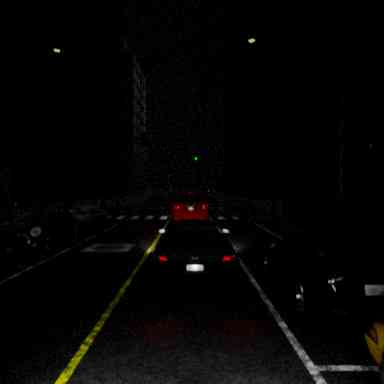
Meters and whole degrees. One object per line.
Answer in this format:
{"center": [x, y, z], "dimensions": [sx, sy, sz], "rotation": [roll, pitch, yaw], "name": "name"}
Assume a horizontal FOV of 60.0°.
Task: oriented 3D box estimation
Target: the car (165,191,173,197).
{"center": [-6.019, 0.480, 87.967], "dimensions": [2.008, 1.369, 4.403], "rotation": [0, 1, 0], "name": "car"}

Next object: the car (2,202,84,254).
{"center": [-5.799, 1.282, 12.482], "dimensions": [1.967, 1.590, 4.097], "rotation": [0, 1, 0], "name": "car"}

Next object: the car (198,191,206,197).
{"center": [2.522, 0.517, 82.724], "dimensions": [1.752, 1.417, 4.829], "rotation": [0, 1, 0], "name": "car"}

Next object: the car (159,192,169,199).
{"center": [-5.971, 0.650, 71.486], "dimensions": [1.752, 1.417, 4.829], "rotation": [0, 1, 0], "name": "car"}

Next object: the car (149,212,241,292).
{"center": [0.053, 1.454, 8.654], "dimensions": [1.994, 1.385, 4.181], "rotation": [0, 1, 0], "name": "car"}

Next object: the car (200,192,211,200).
{"center": [2.570, 0.739, 66.243], "dimensions": [2.008, 1.369, 4.403], "rotation": [0, 1, 0], "name": "car"}

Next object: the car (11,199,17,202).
{"center": [-18.003, 0.800, 29.357], "dimensions": [4.902, 1.511, 2.128], "rotation": [1, 1, 0], "name": "car"}

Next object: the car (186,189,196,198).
{"center": [-0.220, 0.299, 75.847], "dimensions": [2.150, 2.045, 5.566], "rotation": [0, 1, 0], "name": "car"}

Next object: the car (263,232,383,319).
{"center": [2.742, 1.476, 7.053], "dimensions": [1.947, 1.339, 4.313], "rotation": [0, 1, 0], "name": "car"}

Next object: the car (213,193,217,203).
{"center": [2.617, 0.824, 49.931], "dimensions": [1.967, 1.590, 4.097], "rotation": [0, 1, 0], "name": "car"}

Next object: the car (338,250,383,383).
{"center": [2.757, 1.502, 1.767], "dimensions": [1.752, 1.417, 4.829], "rotation": [0, 1, 0], "name": "car"}

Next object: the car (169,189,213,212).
{"center": [-0.224, 0.960, 20.929], "dimensions": [2.150, 2.045, 5.566], "rotation": [0, 1, -3], "name": "car"}

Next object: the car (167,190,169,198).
{"center": [-5.955, 0.770, 66.219], "dimensions": [1.802, 1.307, 4.206], "rotation": [0, 1, 0], "name": "car"}

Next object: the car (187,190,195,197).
{"center": [-0.251, 0.303, 86.462], "dimensions": [2.097, 1.767, 4.553], "rotation": [0, 1, 0], "name": "car"}

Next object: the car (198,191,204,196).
{"center": [2.490, 0.389, 93.599], "dimensions": [1.752, 1.417, 4.829], "rotation": [0, 1, 0], "name": "car"}

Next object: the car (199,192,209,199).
{"center": [2.554, 0.668, 71.681], "dimensions": [1.887, 1.381, 4.507], "rotation": [0, 1, 0], "name": "car"}

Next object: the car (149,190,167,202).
{"center": [-5.924, 0.633, 55.341], "dimensions": [2.192, 1.841, 5.009], "rotation": [0, 1, 0], "name": "car"}

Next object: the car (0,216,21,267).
{"center": [-5.783, 1.455, 7.026], "dimensions": [1.887, 1.381, 4.507], "rotation": [0, 1, 0], "name": "car"}

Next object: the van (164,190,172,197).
{"center": [-6.003, 0.335, 82.528], "dimensions": [1.690, 1.788, 3.998], "rotation": [0, 1, 0], "name": "van"}

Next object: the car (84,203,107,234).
{"center": [-5.815, 1.302, 17.769], "dimensions": [1.752, 1.417, 4.829], "rotation": [0, 1, 0], "name": "car"}
